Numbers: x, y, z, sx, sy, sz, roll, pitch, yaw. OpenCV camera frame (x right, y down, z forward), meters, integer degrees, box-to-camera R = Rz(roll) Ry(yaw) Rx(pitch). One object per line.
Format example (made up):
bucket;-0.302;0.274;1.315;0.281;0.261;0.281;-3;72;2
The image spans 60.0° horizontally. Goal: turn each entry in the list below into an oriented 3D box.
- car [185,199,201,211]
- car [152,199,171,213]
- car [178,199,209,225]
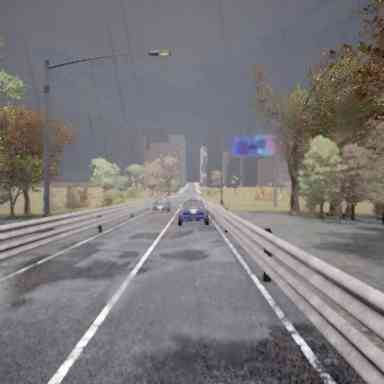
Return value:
car;0.084;1.573;42.630;1.994;1.385;4.181;0;0;0
car;-3.352;1.499;37.512;2.128;1.511;4.902;0;0;0
car;0.099;1.357;24.336;2.097;1.767;4.553;0;0;0
